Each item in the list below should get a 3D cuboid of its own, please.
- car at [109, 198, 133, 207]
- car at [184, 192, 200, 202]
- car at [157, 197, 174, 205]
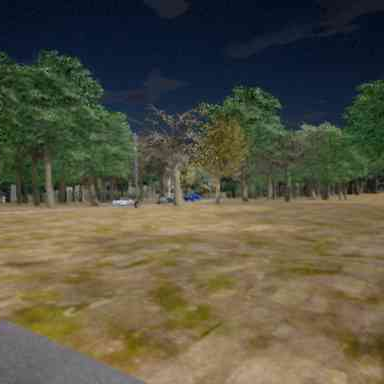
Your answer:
[{"bbox_3d":[-11.707,1.680,55.354,1.812,1.442,4.674,-3,-1,31],"label":"car"},{"bbox_3d":[0.007,1.080,71.995,2.150,2.045,5.566,-2,-1,21],"label":"car"},{"bbox_3d":[-4.678,1.571,61.652,1.994,1.385,4.181,-3,-1,27],"label":"car"}]
